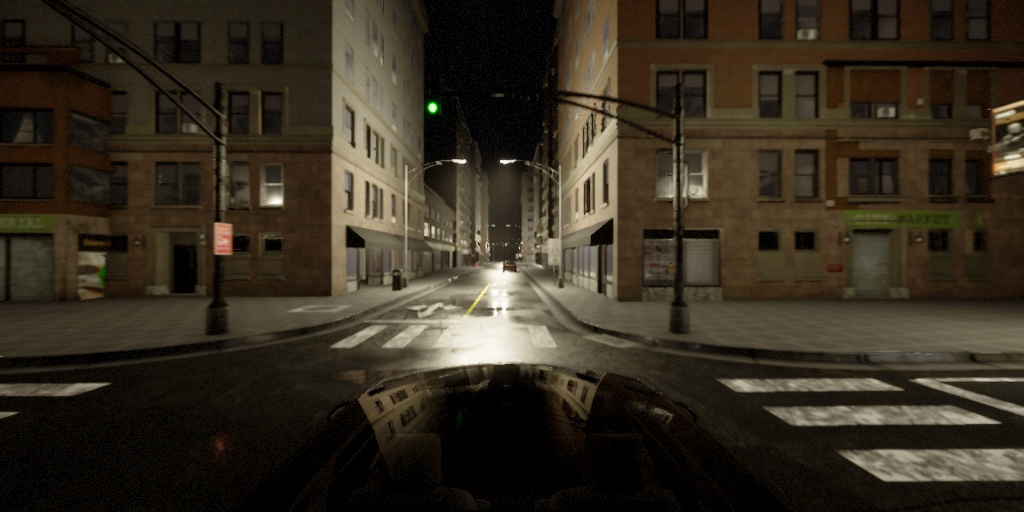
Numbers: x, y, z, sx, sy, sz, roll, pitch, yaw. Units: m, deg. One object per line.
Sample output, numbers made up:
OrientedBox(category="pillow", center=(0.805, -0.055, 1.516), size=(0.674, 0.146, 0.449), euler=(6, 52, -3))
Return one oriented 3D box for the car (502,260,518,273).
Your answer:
OrientedBox(category="car", center=(-0.314, 1.397, 46.884), size=(2.128, 1.511, 4.902), euler=(0, 0, 0))
